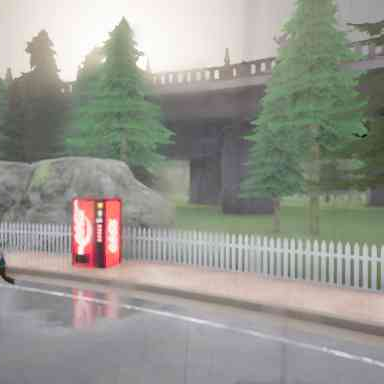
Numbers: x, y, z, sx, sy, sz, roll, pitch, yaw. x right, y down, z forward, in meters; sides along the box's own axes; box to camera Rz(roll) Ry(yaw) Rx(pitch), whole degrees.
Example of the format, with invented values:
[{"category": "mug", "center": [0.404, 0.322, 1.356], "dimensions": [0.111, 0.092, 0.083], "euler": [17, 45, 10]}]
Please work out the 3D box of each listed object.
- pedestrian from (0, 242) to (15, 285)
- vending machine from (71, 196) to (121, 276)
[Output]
[{"category": "pedestrian", "center": [-4.352, 1.647, 7.547], "dimensions": [0.500, 1.100, 0.500], "euler": [0, 0, 22]}, {"category": "vending machine", "center": [-2.707, 1.169, 9.493], "dimensions": [0.880, 2.100, 1.100], "euler": [0, 0, 23]}]
